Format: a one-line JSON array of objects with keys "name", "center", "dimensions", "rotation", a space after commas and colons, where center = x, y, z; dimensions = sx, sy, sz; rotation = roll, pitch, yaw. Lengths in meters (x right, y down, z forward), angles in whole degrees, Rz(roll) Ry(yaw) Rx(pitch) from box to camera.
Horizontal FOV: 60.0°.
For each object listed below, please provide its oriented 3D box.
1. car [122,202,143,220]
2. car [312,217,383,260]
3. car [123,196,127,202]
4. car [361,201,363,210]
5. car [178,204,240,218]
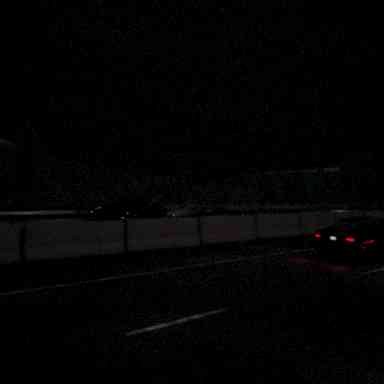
[{"name": "car", "center": [-3.588, 1.728, 27.224], "dimensions": [4.718, 1.301, 1.895], "rotation": [1, 0, -35]}, {"name": "car", "center": [6.930, 1.679, 12.983], "dimensions": [5.357, 1.411, 2.033], "rotation": [1, 0, -35]}, {"name": "car", "center": [-6.201, 1.341, 29.659], "dimensions": [5.566, 2.045, 2.150], "rotation": [1, 0, -35]}, {"name": "car", "center": [26.842, 2.197, 53.152], "dimensions": [4.902, 1.511, 2.128], "rotation": [2, -1, -35]}, {"name": "car", "center": [1.538, 1.704, 22.280], "dimensions": [4.181, 1.385, 1.994], "rotation": [1, 0, -35]}]
